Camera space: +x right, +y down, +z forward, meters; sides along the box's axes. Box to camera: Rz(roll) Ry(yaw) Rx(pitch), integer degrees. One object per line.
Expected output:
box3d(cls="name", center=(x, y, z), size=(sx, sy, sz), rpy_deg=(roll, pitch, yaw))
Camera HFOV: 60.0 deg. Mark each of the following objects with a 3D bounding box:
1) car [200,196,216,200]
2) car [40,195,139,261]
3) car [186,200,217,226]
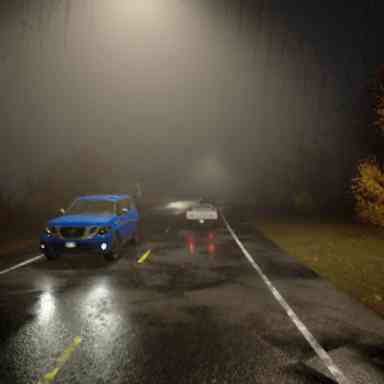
box3d(cls="car", center=(1.991, 1.199, 41.728), size=(2.128, 1.511, 4.902), rpy_deg=(0, 0, 5))
box3d(cls="car", center=(-3.394, 1.135, 12.264), size=(2.150, 2.045, 5.566), rpy_deg=(0, 0, 2))
box3d(cls="car", center=(0.679, 1.447, 22.074), size=(1.895, 1.301, 4.718), rpy_deg=(0, 0, 3))
